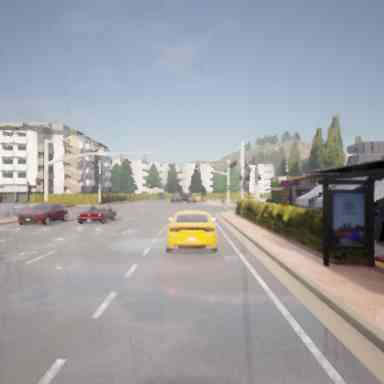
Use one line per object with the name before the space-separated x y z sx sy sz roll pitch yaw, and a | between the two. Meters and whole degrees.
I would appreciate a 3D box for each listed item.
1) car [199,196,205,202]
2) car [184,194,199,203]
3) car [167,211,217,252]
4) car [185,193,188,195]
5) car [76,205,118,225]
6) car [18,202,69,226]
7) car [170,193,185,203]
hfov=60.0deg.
car | 1.800 1.650 84.703 1.882 1.535 5.008 0 0 18
car | -0.060 1.692 74.273 2.033 1.411 5.357 0 0 2
car | 0.003 1.525 14.080 1.882 1.535 5.008 0 0 0
car | -1.802 1.375 84.885 2.150 2.045 5.566 0 0 18
car | -7.012 1.651 24.906 1.895 1.301 4.718 0 0 1
car | -10.526 1.523 23.903 1.882 1.535 5.008 0 0 1
car | -3.532 1.512 75.073 2.097 1.767 4.553 0 0 6
